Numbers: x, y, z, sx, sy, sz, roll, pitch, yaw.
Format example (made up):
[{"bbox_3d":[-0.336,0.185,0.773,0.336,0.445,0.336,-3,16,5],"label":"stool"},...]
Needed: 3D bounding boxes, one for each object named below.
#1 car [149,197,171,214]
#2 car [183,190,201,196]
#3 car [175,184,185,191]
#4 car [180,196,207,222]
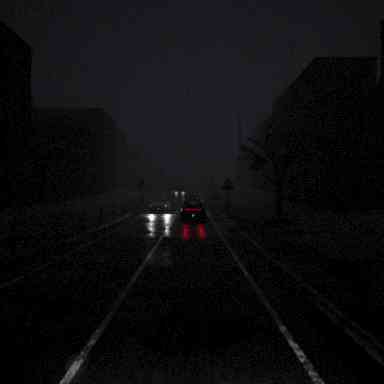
[{"bbox_3d":[-3.092,1.232,32.881,1.812,1.442,4.674,1,1,0],"label":"car"},{"bbox_3d":[0.101,0.854,42.673,2.128,1.511,4.902,0,3,0],"label":"car"},{"bbox_3d":[-2.672,-0.987,74.257,1.837,1.490,4.892,0,2,3],"label":"car"},{"bbox_3d":[0.100,1.393,25.905,2.128,1.511,4.902,0,1,0],"label":"car"}]
